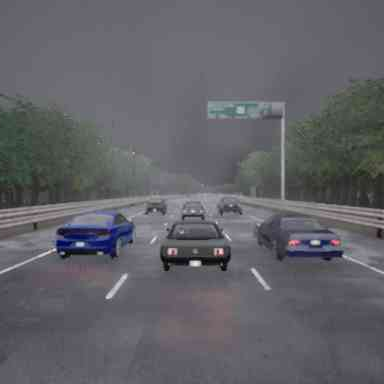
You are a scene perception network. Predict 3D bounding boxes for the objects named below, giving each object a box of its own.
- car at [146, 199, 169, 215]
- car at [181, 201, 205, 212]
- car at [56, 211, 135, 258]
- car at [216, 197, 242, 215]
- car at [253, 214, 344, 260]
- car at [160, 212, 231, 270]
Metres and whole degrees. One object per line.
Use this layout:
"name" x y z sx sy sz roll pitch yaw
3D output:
"car" -3.421 1.426 33.034 1.837 1.490 4.892 0 0 0
"car" 0.083 1.477 27.160 2.033 1.411 5.357 0 0 0
"car" -3.409 1.441 12.603 1.882 1.535 5.008 0 0 0
"car" 3.579 1.273 32.704 2.097 1.767 4.553 0 0 0
"car" 3.592 1.513 12.192 2.033 1.411 5.357 0 0 0
"car" 0.092 1.569 10.871 1.895 1.301 4.718 0 0 0
